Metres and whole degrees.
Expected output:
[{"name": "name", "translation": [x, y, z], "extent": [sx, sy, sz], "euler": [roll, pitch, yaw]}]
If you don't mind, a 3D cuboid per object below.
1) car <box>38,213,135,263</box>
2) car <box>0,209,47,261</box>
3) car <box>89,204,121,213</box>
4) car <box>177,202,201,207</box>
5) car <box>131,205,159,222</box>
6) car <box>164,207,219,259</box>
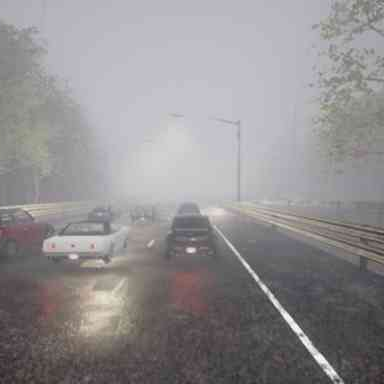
[{"name": "car", "translation": [-3.528, 1.657, 12.156], "extent": [1.895, 1.301, 4.718], "euler": [0, 0, 0]}, {"name": "car", "translation": [-7.030, 1.411, 12.639], "extent": [2.097, 1.767, 4.553], "euler": [0, 0, 0]}, {"name": "car", "translation": [-7.251, 1.702, 28.033], "extent": [1.994, 1.385, 4.181], "euler": [0, 0, -1]}, {"name": "car", "translation": [-0.264, 1.618, 29.049], "extent": [1.882, 1.535, 5.008], "euler": [0, 0, -1]}, {"name": "car", "translation": [-3.741, 1.732, 27.199], "extent": [1.895, 1.301, 4.718], "euler": [0, 0, -1]}, {"name": "car", "translation": [-0.030, 1.564, 12.799], "extent": [1.837, 1.490, 4.892], "euler": [0, 0, 0]}]
